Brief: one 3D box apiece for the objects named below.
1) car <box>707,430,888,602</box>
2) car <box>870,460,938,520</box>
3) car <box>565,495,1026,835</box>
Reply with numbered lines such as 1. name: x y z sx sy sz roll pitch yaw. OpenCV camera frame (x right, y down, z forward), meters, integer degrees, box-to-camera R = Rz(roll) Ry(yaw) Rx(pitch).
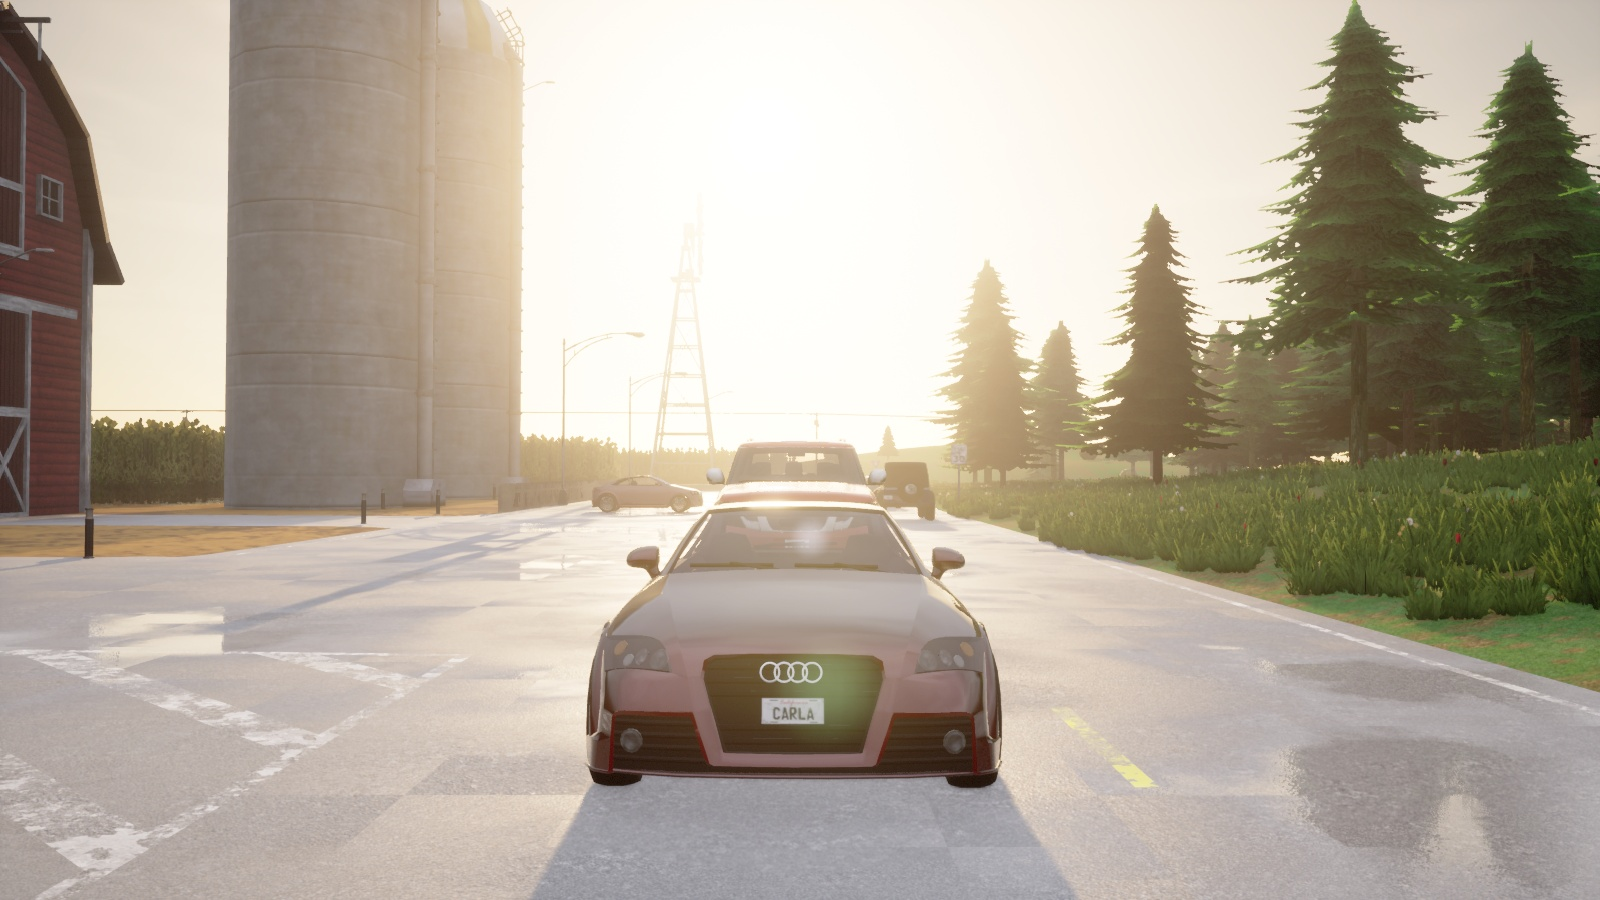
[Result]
1. car: -0.049 0.832 17.781 2.150 2.045 5.566 0 -1 0
2. car: 3.392 1.292 41.479 1.905 1.878 3.866 0 -1 0
3. car: -0.017 1.005 7.538 1.994 1.385 4.181 0 -1 0
